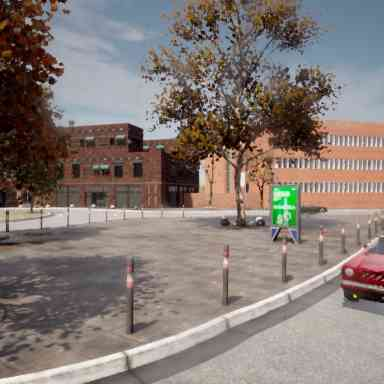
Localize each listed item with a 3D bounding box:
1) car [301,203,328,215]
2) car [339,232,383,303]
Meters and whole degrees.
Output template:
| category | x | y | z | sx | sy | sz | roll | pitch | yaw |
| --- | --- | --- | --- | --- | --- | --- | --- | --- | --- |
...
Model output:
| category | x | y | z | sx | sy | sz | roll | pitch | yaw |
| --- | --- | --- | --- | --- | --- | --- | --- | --- | --- |
| car | 12.616 | 1.874 | 36.992 | 4.718 | 1.301 | 1.895 | 0 | 0 | -14 |
| car | 4.929 | 1.614 | 7.490 | 1.895 | 1.301 | 4.718 | 0 | 0 | 41 |
